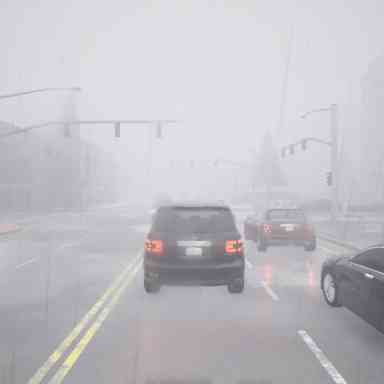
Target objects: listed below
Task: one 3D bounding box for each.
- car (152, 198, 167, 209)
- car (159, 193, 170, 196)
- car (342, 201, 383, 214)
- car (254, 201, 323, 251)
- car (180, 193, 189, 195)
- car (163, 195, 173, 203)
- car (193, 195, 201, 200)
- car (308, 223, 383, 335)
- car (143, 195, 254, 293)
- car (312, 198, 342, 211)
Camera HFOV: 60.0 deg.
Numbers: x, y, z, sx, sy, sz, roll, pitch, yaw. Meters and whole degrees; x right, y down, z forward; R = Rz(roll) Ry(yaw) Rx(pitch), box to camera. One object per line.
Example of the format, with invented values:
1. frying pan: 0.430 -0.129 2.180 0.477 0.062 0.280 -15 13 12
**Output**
1. car: -4.505 1.601 46.299 1.895 1.301 4.718 0 0 -3
2. car: -4.878 1.224 59.413 2.150 2.045 5.566 0 0 -1
3. car: 18.479 1.601 34.180 4.718 1.301 1.895 0 0 -2
4. car: 3.532 1.352 14.168 2.097 1.767 4.553 0 0 0
5. car: -1.810 1.496 80.223 1.837 1.490 4.892 0 0 -1
6. car: -5.069 1.478 70.285 1.882 1.535 5.008 0 0 -1
7. car: 1.445 1.552 90.370 1.994 1.385 4.181 0 0 -1
8. car: 3.606 1.505 5.087 1.837 1.490 4.892 0 0 0
9. car: 0.052 1.221 8.989 2.150 2.045 5.566 0 0 0
10. car: 14.428 1.505 37.571 4.892 1.490 1.837 0 0 -2
